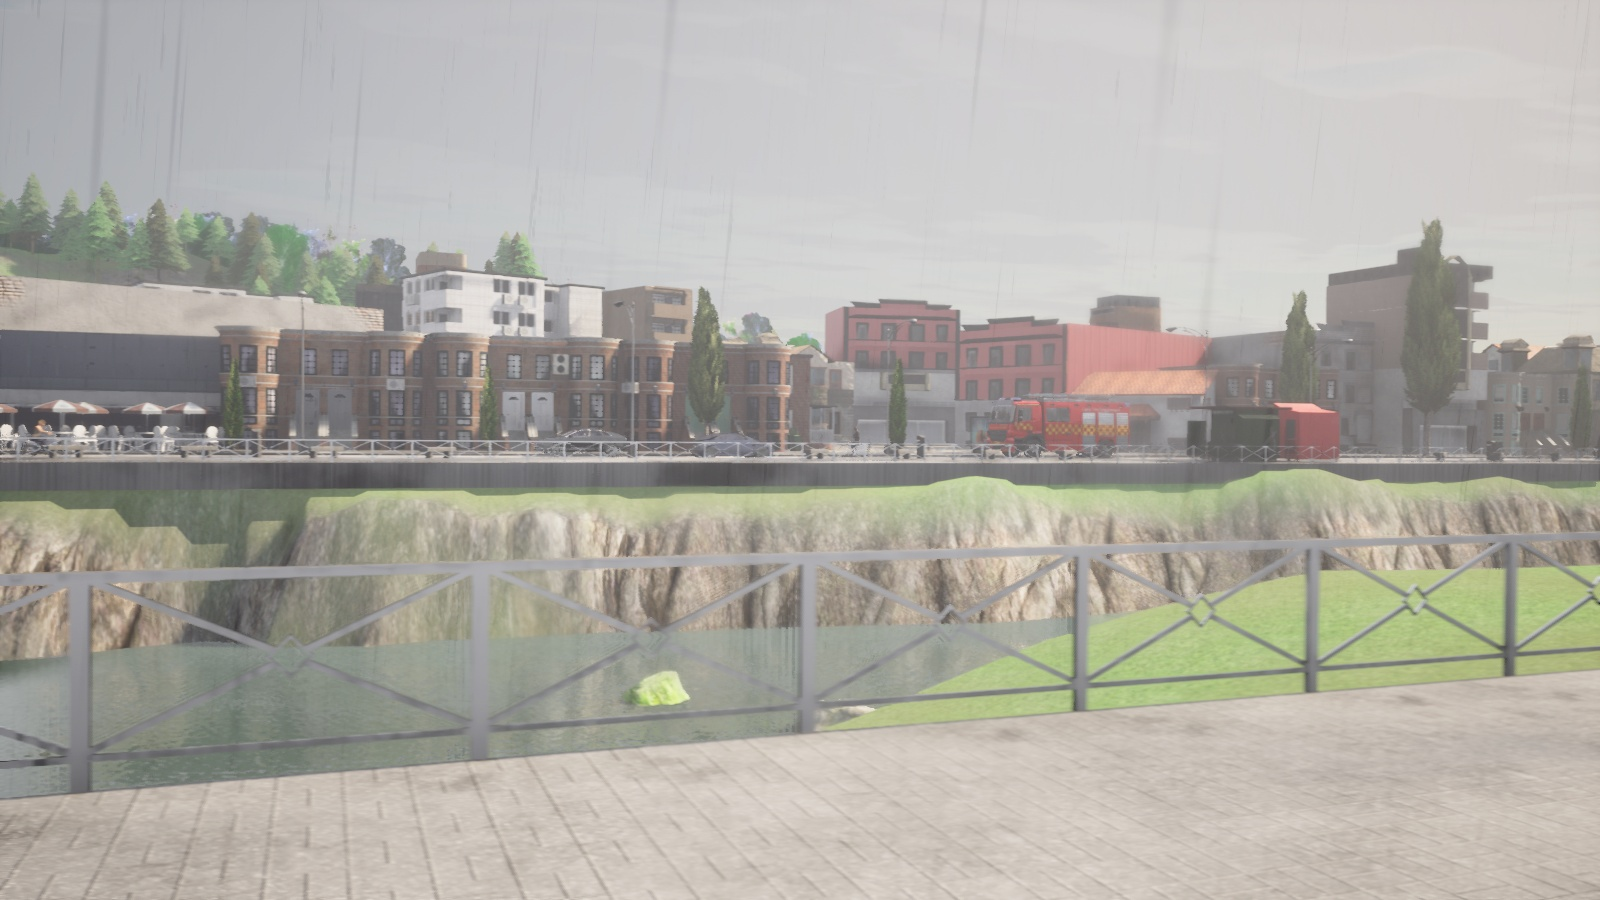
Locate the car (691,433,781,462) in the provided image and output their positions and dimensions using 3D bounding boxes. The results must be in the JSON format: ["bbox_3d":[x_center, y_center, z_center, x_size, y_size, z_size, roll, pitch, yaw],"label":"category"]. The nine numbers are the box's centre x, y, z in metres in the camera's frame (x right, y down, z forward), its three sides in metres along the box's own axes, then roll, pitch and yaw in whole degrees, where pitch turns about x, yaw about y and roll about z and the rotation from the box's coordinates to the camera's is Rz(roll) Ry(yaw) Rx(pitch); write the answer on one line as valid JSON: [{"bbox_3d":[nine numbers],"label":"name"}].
[{"bbox_3d":[-3.260,-0.148,64.242,4.181,1.385,1.994,-1,1,-21],"label":"car"}]

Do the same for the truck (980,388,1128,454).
[{"bbox_3d":[15.309,-1.762,75.563,8.468,3.827,2.891,-1,1,-21],"label":"truck"}]

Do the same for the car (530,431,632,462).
[{"bbox_3d":[-11.395,-0.187,65.428,4.902,1.511,2.128,-1,1,-21],"label":"car"}]
